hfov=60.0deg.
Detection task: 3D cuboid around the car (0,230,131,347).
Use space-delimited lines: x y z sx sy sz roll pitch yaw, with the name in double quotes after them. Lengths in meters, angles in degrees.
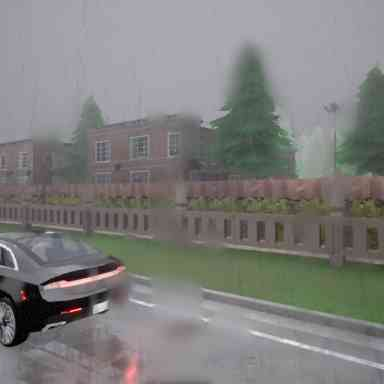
-3.318 1.492 6.340 4.902 1.511 2.128 0 0 36 "car"
